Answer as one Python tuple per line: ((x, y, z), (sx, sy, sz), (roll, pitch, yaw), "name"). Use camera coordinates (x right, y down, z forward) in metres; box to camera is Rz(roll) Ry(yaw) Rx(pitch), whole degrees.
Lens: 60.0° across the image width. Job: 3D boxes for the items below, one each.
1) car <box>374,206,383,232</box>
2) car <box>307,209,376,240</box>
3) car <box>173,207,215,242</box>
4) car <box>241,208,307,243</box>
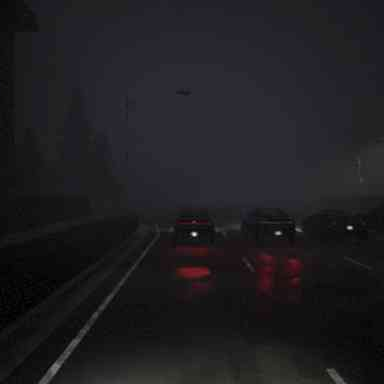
((10.602, 1.489, 17.847), (1.882, 1.535, 5.008), (0, 0, 0), "car")
((7.101, 1.575, 16.951), (1.994, 1.385, 4.181), (0, 0, 0), "car")
((0.101, 1.516, 16.390), (1.837, 1.490, 4.892), (0, 0, 0), "car")
((3.600, 1.503, 16.282), (2.128, 1.511, 4.902), (0, 0, 0), "car")
